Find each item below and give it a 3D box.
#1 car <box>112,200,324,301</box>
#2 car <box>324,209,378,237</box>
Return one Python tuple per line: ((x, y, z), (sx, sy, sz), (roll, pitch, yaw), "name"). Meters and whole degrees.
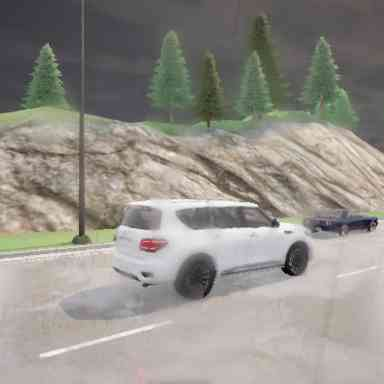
((0.755, 1.218, 8.587), (5.566, 2.045, 2.150), (0, 0, -36), "car")
((8.244, 1.601, 18.248), (4.718, 1.301, 1.895), (0, 0, -36), "car")
